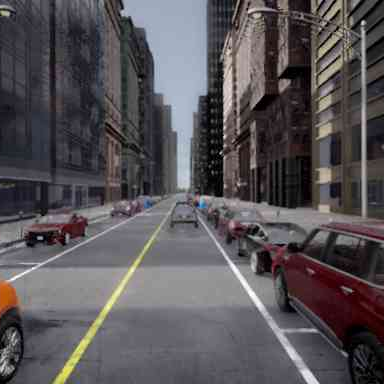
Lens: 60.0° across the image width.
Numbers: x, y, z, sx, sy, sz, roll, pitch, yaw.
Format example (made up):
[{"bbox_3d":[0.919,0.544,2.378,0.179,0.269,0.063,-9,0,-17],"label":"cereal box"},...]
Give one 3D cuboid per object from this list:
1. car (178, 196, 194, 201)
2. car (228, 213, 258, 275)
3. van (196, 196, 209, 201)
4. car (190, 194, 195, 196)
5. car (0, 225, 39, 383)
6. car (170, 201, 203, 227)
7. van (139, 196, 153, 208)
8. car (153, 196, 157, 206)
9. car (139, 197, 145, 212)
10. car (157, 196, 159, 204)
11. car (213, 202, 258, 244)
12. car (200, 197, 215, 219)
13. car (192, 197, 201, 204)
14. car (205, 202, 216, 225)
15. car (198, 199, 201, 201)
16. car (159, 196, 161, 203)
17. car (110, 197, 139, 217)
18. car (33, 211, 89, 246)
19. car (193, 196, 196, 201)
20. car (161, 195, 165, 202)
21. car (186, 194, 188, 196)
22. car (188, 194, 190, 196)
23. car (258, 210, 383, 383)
[{"bbox_3d":[-1.097,1.592,42.075,1.837,1.490,4.892,0,-1,-2],"label":"car"},{"bbox_3d":[2.494,1.571,10.314,1.947,1.339,4.313,-1,0,-2],"label":"car"},{"bbox_3d":[1.679,1.406,38.310,1.690,1.788,3.998,-1,0,-2],"label":"van"},{"bbox_3d":[1.030,1.553,60.709,1.967,1.590,4.097,-1,0,-2],"label":"car"},{"bbox_3d":[-3.136,1.375,2.296,2.097,1.767,4.553,0,0,-2],"label":"car"},{"bbox_3d":[-0.544,1.595,23.125,2.033,1.411,5.357,0,0,-2],"label":"car"},{"bbox_3d":[-7.167,1.481,49.253,1.690,1.788,3.998,-1,0,-2],"label":"van"},{"bbox_3d":[-7.328,1.697,54.853,1.887,1.381,4.507,-1,0,-2],"label":"car"},{"bbox_3d":[-6.840,1.660,38.053,1.887,1.381,4.507,-1,0,-2],"label":"car"},{"bbox_3d":[-7.491,1.709,60.452,1.887,1.381,4.507,-1,0,-2],"label":"car"},{"bbox_3d":[2.330,1.457,15.913,1.967,1.590,4.097,-1,0,-2],"label":"car"},{"bbox_3d":[2.005,1.481,27.112,1.967,1.590,4.097,-1,0,-2],"label":"car"},{"bbox_3d":[0.863,1.651,66.478,1.752,1.417,4.829,-1,0,-2],"label":"car"},{"bbox_3d":[2.169,1.594,21.512,1.947,1.339,4.313,-1,0,-2],"label":"car"},{"bbox_3d":[1.844,1.634,32.711,1.802,1.307,4.206,-1,0,-2],"label":"car"},{"bbox_3d":[-7.648,1.701,65.882,1.752,1.417,4.829,-1,0,-2],"label":"car"},{"bbox_3d":[-6.679,1.544,32.454,1.967,1.590,4.097,-1,0,-2],"label":"car"},{"bbox_3d":[-6.190,1.612,15.654,1.887,1.381,4.507,-1,0,-2],"label":"car"},{"bbox_3d":[1.356,1.634,49.509,1.887,1.381,4.507,-1,0,-2],"label":"car"},{"bbox_3d":[-7.979,1.641,77.252,1.967,1.590,4.097,-1,0,-2],"label":"car"},{"bbox_3d":[0.053,1.503,94.305,2.192,1.841,5.009,-1,0,-2],"label":"car"},{"bbox_3d":[0.381,1.707,83.106,1.887,1.381,4.507,-1,0,-2],"label":"car"},{"bbox_3d":[2.654,1.308,4.714,2.192,1.841,5.009,-1,0,-2],"label":"car"}]
